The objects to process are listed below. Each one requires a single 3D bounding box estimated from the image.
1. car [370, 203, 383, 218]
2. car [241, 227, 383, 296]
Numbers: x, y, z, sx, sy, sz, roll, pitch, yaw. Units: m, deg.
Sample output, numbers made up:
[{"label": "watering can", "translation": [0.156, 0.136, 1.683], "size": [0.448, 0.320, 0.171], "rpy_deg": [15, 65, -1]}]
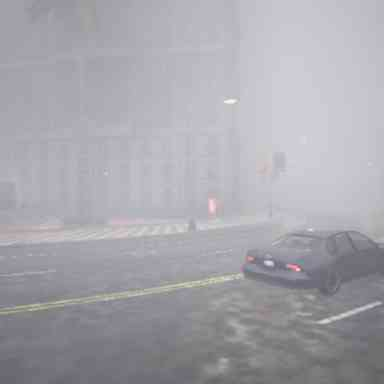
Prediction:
[{"label": "car", "translation": [21.289, 1.981, 36.829], "size": [1.882, 1.535, 5.008], "rpy_deg": [0, -1, 15]}, {"label": "car", "translation": [3.736, 1.683, 9.097], "size": [5.357, 1.411, 2.033], "rpy_deg": [0, -1, -37]}]
